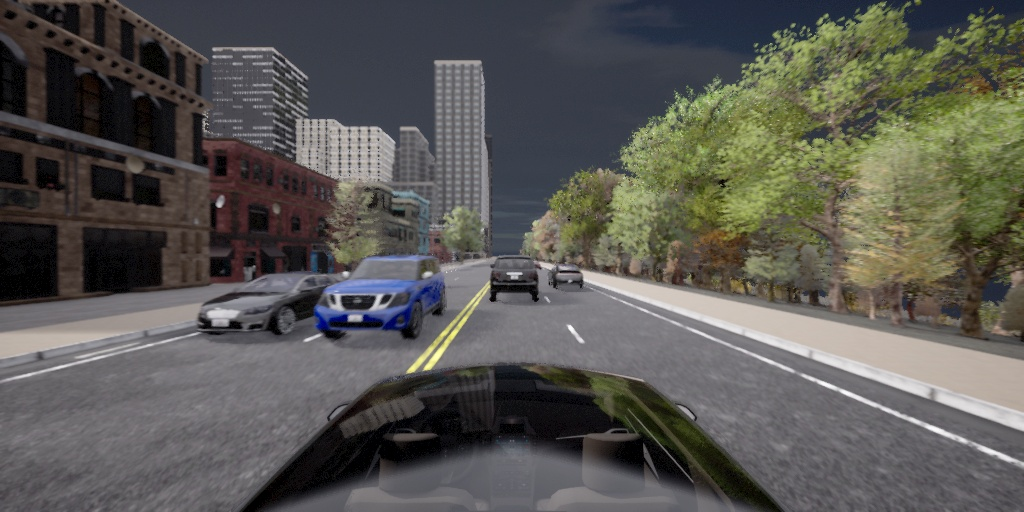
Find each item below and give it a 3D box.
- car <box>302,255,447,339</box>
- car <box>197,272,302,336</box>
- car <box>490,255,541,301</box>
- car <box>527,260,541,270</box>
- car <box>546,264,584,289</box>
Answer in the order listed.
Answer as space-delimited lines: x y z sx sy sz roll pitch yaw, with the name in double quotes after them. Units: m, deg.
-3.347 0.977 10.429 2.150 2.045 5.566 0 0 0 "car"
-6.597 1.247 10.566 2.128 1.511 4.902 0 0 0 "car"
0.103 0.981 17.699 2.150 2.045 5.566 0 0 0 "car"
3.358 1.335 55.673 1.994 1.385 4.181 0 0 0 "car"
3.354 1.253 23.118 2.128 1.511 4.902 0 0 0 "car"
